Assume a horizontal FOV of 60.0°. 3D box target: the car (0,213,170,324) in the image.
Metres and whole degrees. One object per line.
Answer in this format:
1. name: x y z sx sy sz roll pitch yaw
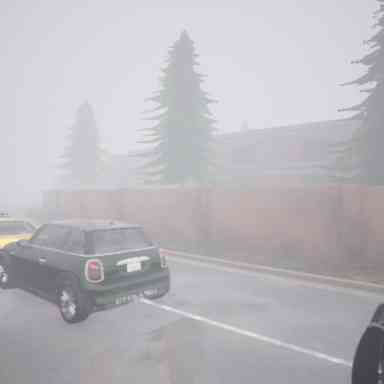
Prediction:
1. car: -2.647 1.401 7.561 4.553 1.767 2.097 0 -1 42

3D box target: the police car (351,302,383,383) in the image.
1. police car: 3.972 1.478 2.166 5.238 1.638 1.930 0 -1 36
